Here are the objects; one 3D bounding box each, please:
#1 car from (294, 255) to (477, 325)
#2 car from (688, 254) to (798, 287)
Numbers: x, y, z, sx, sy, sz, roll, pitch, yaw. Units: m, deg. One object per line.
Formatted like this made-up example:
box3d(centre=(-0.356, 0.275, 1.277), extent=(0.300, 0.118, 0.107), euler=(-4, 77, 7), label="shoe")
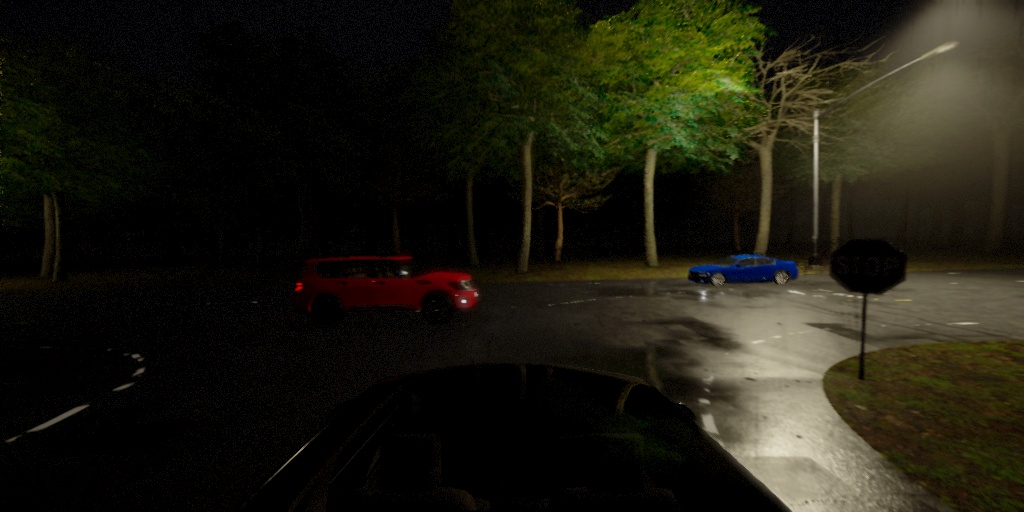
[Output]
box3d(centre=(-3.955, 0.979, 11.582), extent=(5.566, 2.045, 2.150), euler=(-2, 1, 1), label="car")
box3d(centre=(11.702, 0.704, 18.363), extent=(5.008, 1.535, 1.882), euler=(-2, 3, 1), label="car")
